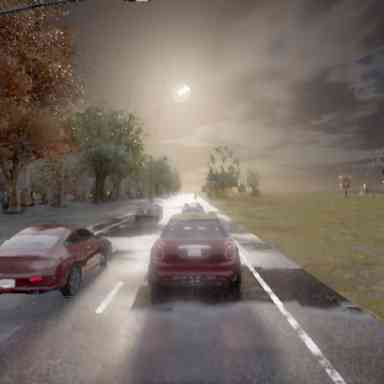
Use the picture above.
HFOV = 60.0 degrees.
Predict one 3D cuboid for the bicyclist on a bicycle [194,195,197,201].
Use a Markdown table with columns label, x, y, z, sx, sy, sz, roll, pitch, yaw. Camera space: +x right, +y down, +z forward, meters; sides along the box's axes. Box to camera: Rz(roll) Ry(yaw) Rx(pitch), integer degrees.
| label | x | y | z | sx | sy | sz | roll | pitch | yaw |
| --- | --- | --- | --- | --- | --- | --- | --- | --- | --- |
| bicyclist on a bicycle | 0.963 | 1.445 | 82.011 | 0.659 | 1.776 | 1.843 | 0 | 0 | 0 |

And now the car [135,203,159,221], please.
| label | x | y | z | sx | sy | sz | roll | pitch | yaw |
| --- | --- | --- | --- | --- | --- | --- | --- | --- | --- |
| car | -3.415 | 1.572 | 27.195 | 2.033 | 1.411 | 5.357 | 0 | 0 | 0 |

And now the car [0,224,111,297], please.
| label | x | y | z | sx | sy | sz | roll | pitch | yaw |
| --- | --- | --- | --- | --- | --- | --- | --- | --- | --- |
| car | -3.429 | 1.533 | 8.503 | 1.812 | 1.442 | 4.674 | 0 | 0 | 1 |

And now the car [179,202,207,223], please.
| label | x | y | z | sx | sy | sz | roll | pitch | yaw |
| --- | --- | --- | --- | --- | --- | --- | --- | --- | --- |
| car | 0.085 | 1.572 | 27.204 | 2.033 | 1.411 | 5.357 | 0 | 0 | 0 |

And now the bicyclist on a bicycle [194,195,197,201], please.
| label | x | y | z | sx | sy | sz | roll | pitch | yaw |
| --- | --- | --- | --- | --- | --- | --- | --- | --- | --- |
| bicyclist on a bicycle | 0.965 | 1.537 | 91.016 | 0.582 | 1.620 | 1.656 | 0 | 0 | 0 |

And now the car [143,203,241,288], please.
| label | x | y | z | sx | sy | sz | roll | pitch | yaw |
| --- | --- | --- | --- | --- | --- | --- | --- | --- | --- |
| car | 0.069 | 1.359 | 9.409 | 2.097 | 1.767 | 4.553 | 0 | 0 | 0 |
